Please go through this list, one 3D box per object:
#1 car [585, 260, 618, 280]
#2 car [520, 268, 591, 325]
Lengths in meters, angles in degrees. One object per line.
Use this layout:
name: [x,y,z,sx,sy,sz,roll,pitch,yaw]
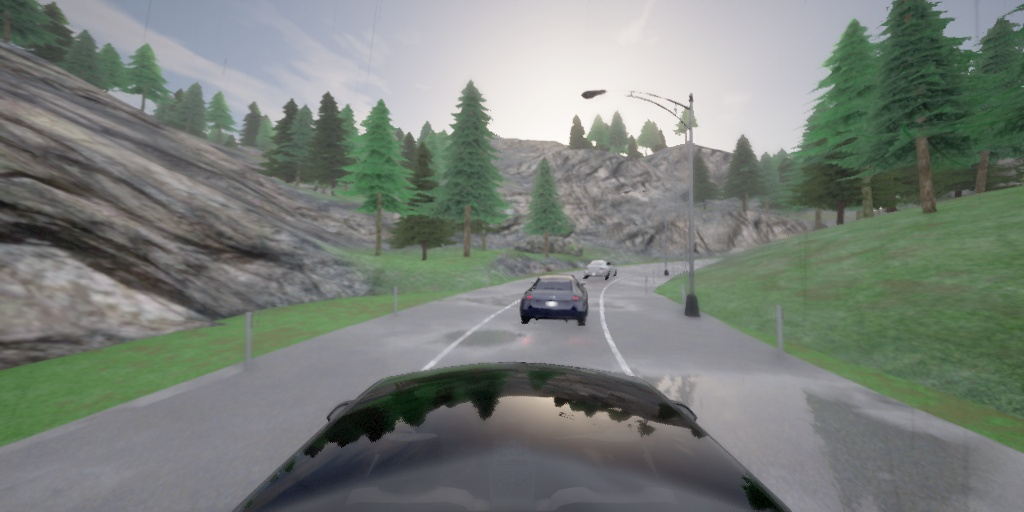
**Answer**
car: [7.060,1.052,28.507,1.812,1.442,4.674,0,1,27]
car: [1.502,1.293,11.940,1.994,1.385,4.181,0,0,11]
